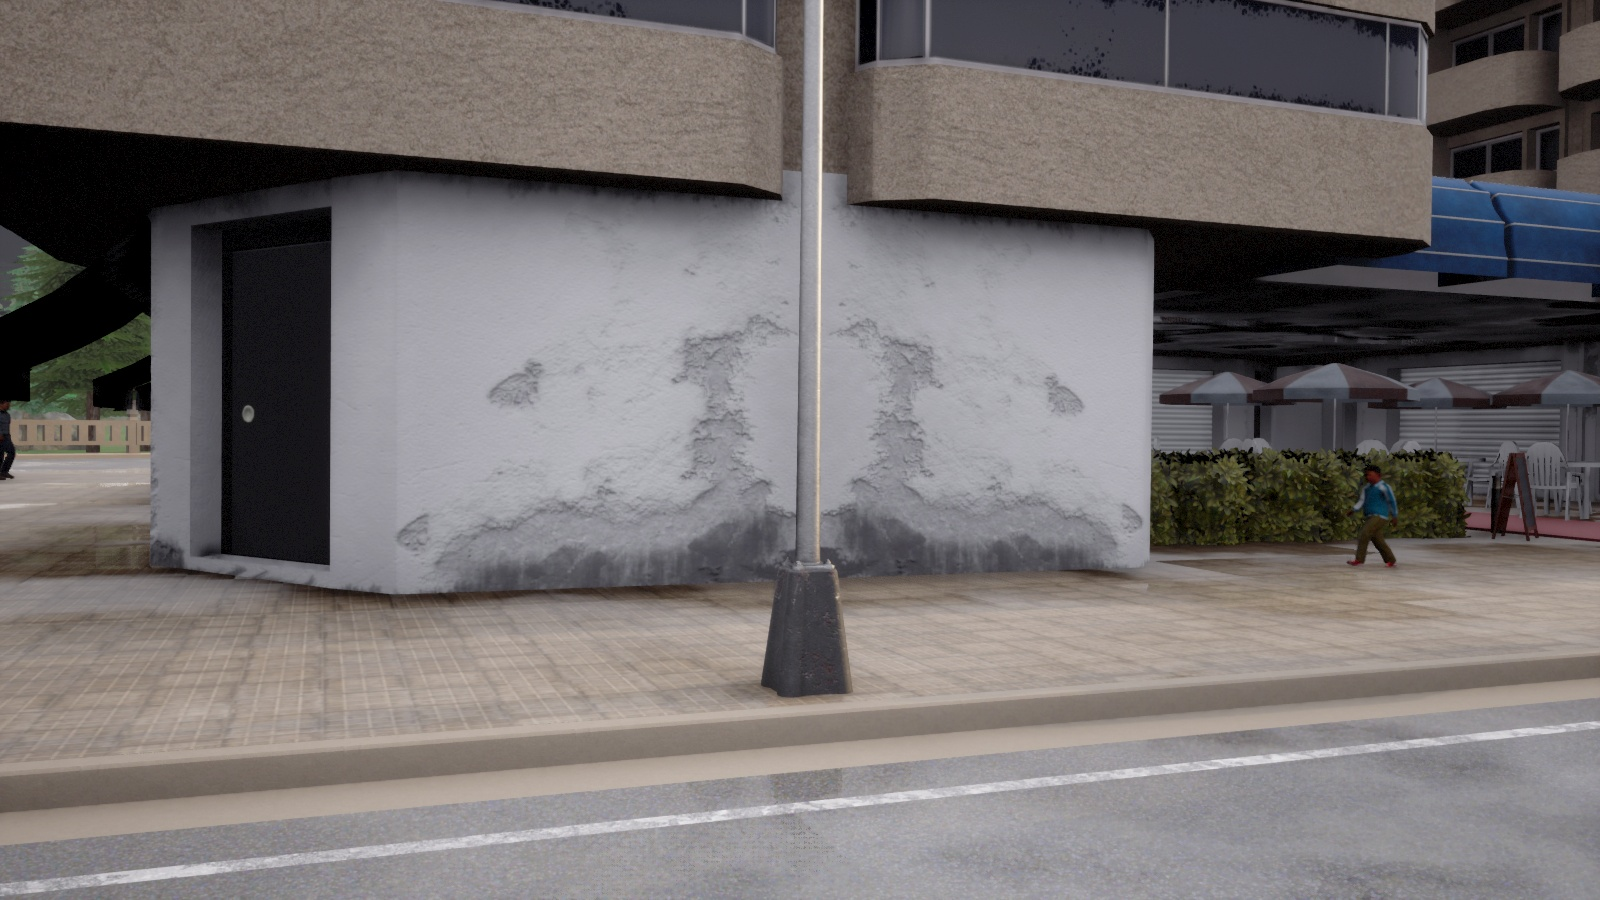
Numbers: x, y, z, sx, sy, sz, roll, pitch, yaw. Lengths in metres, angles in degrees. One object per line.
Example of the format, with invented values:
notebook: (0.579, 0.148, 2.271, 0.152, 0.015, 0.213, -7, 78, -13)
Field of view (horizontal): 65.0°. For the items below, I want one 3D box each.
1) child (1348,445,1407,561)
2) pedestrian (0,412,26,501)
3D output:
child: (6.086, 0.552, 13.246, 0.448, 1.192, 0.343, -1, 1, -12)
pedestrian: (-17.704, 0.135, 27.851, 0.788, 1.949, 0.423, 0, 1, 8)
